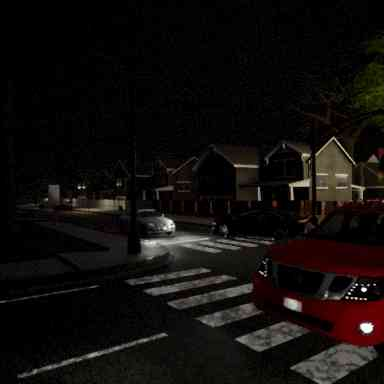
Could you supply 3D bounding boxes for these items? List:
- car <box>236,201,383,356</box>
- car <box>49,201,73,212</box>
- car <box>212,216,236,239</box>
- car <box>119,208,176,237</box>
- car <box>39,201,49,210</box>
[{"bbox_3d":[3.668,1.218,6.264,5.566,2.045,2.150,0,0,-35],"label":"car"},{"bbox_3d":[-18.257,1.984,47.009,2.128,1.511,4.902,-1,0,-34],"label":"car"},{"bbox_3d":[3.323,1.564,16.569,4.902,1.511,2.128,-1,0,32],"label":"car"},{"bbox_3d":[-2.798,1.717,19.744,1.812,1.442,4.674,-1,0,-35],"label":"car"},{"bbox_3d":[-24.231,2.185,55.540,1.994,1.385,4.181,-1,0,-35],"label":"car"}]
